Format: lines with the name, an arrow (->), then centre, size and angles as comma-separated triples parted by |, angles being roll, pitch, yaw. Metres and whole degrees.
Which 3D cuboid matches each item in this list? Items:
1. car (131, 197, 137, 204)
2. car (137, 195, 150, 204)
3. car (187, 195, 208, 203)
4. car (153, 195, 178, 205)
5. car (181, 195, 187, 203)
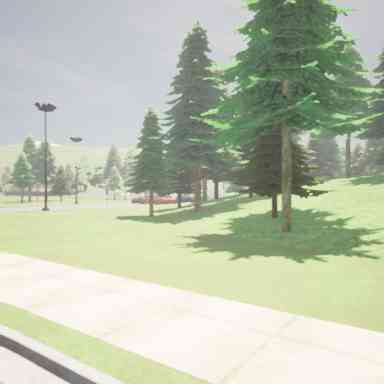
car -> -9.738, 1.562, 64.256 | 1.994, 1.385, 4.181 | 0, 0, 37
car -> -7.281, 1.351, 61.659 | 2.097, 1.767, 4.553 | 0, 0, 37
car -> 1.455, 1.563, 67.745 | 1.994, 1.385, 4.181 | 0, 0, 36
car -> -4.580, 1.351, 59.422 | 2.097, 1.767, 4.553 | 0, 0, 37
car -> -1.631, 1.351, 69.455 | 2.097, 1.767, 4.553 | 0, 0, 36
